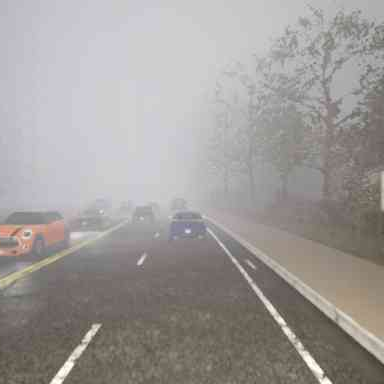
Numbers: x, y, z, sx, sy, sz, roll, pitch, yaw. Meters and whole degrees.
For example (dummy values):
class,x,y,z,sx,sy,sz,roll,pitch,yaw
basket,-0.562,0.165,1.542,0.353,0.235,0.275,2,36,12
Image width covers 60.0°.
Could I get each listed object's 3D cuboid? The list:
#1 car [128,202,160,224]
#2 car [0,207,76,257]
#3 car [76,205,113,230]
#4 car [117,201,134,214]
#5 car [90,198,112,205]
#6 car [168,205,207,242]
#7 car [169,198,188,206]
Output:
class,x,y,z,sx,sy,sz,roll,pitch,yaw
car,-4.019,1.865,28.377,1.837,1.490,4.892,0,-1,-3
car,-6.737,1.537,13.804,2.097,1.767,4.553,0,-1,-1
car,-7.094,1.873,23.692,1.994,1.385,4.181,0,-1,-3
car,-8.330,1.907,42.777,2.097,1.767,4.553,0,-1,-4
car,-11.567,1.793,42.480,2.150,2.045,5.566,0,-1,-4
car,-0.265,1.703,17.880,1.882,1.535,5.008,0,-1,-2
car,-1.708,1.758,42.680,2.150,2.045,5.566,0,0,-4
